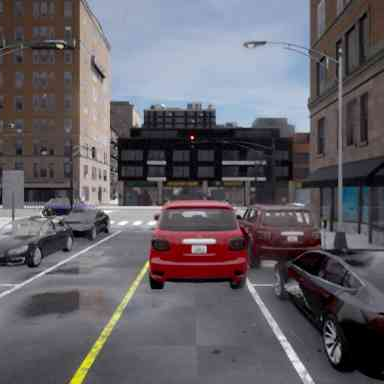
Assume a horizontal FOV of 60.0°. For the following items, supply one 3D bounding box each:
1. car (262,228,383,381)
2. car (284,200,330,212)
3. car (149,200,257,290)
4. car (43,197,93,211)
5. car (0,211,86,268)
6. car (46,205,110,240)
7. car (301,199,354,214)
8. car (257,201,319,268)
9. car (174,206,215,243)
[{"bbox_3d":[2.641,1.564,5.473,1.947,1.339,4.313,0,0,0],"label":"car"},{"bbox_3d":[13.438,1.663,39.121,4.718,1.301,1.895,0,0,0],"label":"car"},{"bbox_3d":[0.088,1.218,9.237,2.150,2.045,5.566,0,0,-1],"label":"car"},{"bbox_3d":[-10.361,1.298,28.758,4.553,1.767,2.097,0,0,6],"label":"car"},{"bbox_3d":[-5.378,1.547,11.143,2.008,1.369,4.403,0,0,0],"label":"car"},{"bbox_3d":[-5.372,1.560,16.805,1.947,1.339,4.313,0,0,0],"label":"car"},{"bbox_3d":[14.551,1.574,35.868,4.892,1.490,1.837,0,0,1],"label":"car"},{"bbox_3d":[2.647,1.311,11.135,2.192,1.841,5.009,0,0,0],"label":"car"},{"bbox_3d":[0.107,1.520,17.055,1.812,1.442,4.674,0,0,0],"label":"car"}]
